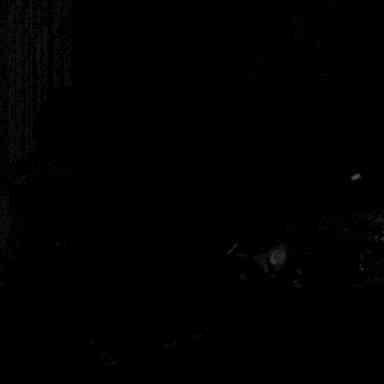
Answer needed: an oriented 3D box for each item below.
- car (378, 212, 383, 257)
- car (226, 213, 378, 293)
[{"bbox_3d":[7.399,1.417,12.055,4.097,1.590,1.967,0,0,-36],"label":"car"},{"bbox_3d":[2.811,1.426,8.778,4.097,1.590,1.967,0,0,-36],"label":"car"}]
